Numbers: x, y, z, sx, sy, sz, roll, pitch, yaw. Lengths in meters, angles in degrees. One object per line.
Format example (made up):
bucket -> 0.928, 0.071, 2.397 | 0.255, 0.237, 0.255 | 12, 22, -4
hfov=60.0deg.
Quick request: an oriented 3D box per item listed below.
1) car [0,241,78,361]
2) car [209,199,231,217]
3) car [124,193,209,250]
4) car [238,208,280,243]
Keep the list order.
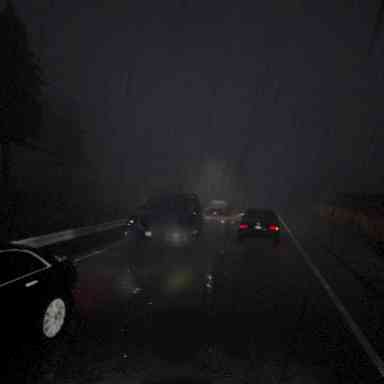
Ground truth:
car -> -3.119, 1.382, 3.600 | 1.837, 1.490, 4.892 | 2, 0, 12
car -> 2.469, 1.358, 29.888 | 2.033, 1.411, 5.357 | 2, 1, 12
car -> -0.907, 1.070, 14.113 | 2.150, 2.045, 5.566 | 2, 1, 12
car -> 3.259, 1.506, 16.109 | 2.033, 1.411, 5.357 | 2, 1, 12
